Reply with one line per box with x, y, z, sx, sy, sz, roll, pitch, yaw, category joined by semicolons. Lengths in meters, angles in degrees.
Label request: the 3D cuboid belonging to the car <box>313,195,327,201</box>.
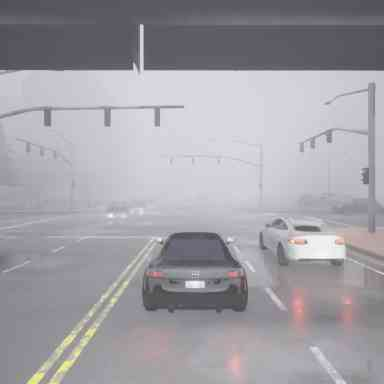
30.813;1.364;79.982;1.784;1.438;3.905;0;0;0;car

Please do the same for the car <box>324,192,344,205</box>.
19.540;1.156;47.380;1.905;1.878;3.866;0;0;0;car

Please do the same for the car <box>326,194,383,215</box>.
16.355;1.352;33.198;4.553;1.767;2.097;0;0;1;car

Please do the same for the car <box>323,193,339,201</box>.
33.496;1.153;80.040;1.932;1.855;4.605;0;0;0;car

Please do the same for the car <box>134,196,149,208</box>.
-8.012;1.601;49.363;1.895;1.301;4.718;0;0;0;car

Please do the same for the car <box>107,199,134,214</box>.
-7.831;1.565;35.814;1.994;1.385;4.181;0;0;-2;car

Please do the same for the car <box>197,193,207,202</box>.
2.405;1.223;77.031;2.150;2.045;5.566;0;0;0;car

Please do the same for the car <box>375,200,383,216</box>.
19.151;1.601;29.667;4.718;1.301;1.895;0;0;1;car

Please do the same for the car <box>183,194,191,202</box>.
-1.095;1.593;77.006;1.895;1.301;4.718;0;0;0;car

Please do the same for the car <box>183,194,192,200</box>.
-1.154;1.351;86.076;2.128;1.511;4.902;0;0;0;car

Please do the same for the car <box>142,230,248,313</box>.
0.067;1.564;7.745;1.994;1.385;4.181;0;0;0;car

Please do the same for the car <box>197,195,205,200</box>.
2.346;1.378;86.099;1.994;1.385;4.181;0;0;0;car

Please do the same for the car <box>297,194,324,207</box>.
16.646;1.153;47.426;1.932;1.855;4.605;0;0;0;car

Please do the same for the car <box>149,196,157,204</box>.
-8.053;1.478;65.529;1.882;1.535;5.008;0;0;0;car

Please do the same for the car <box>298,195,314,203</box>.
22.194;1.395;64.856;1.970;1.475;3.806;0;0;0;car

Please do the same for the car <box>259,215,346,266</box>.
3.582;1.526;11.405;1.812;1.442;4.674;0;0;0;car

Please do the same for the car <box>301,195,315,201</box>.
27.918;1.395;79.974;1.970;1.475;3.806;0;0;0;car
